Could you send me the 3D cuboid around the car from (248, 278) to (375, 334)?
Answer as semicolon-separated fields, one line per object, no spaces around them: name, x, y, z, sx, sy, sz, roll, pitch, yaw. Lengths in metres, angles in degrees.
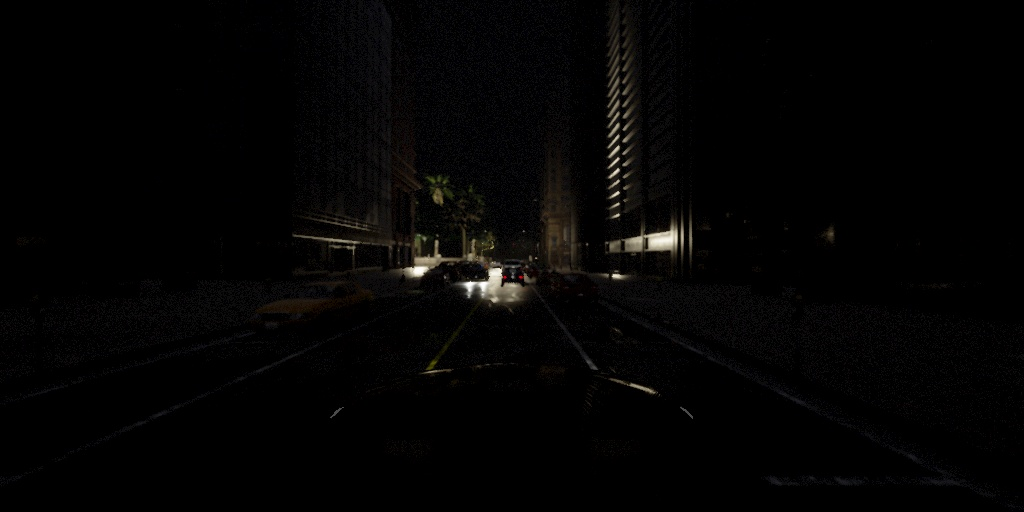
car;-5.767;1.372;10.998;1.751;1.417;4.829;0;0;0

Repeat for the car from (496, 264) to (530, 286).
car;0.052;1.570;28.085;2.033;1.411;5.357;0;-1;0

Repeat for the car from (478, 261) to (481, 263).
car;-5.783;1.796;49.147;1.888;1.381;4.507;0;0;0

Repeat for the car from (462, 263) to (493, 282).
car;-3.113;1.641;33.175;1.994;1.385;4.181;0;-1;0

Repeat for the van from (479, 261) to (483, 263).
van;-5.787;1.711;59.999;1.690;1.789;3.998;0;0;0

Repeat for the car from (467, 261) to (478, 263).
car;-5.781;1.505;43.722;2.192;1.841;5.009;0;0;0

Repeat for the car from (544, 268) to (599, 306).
car;2.756;1.447;16.590;1.888;1.381;4.507;0;0;0

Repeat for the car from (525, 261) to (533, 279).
car;2.747;1.571;38.289;1.967;1.591;4.097;0;0;0

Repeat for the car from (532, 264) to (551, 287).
car;2.752;1.541;27.610;1.751;1.417;4.829;0;0;0

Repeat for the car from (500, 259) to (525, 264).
car;0.047;1.375;40.018;2.150;2.045;5.566;0;0;0

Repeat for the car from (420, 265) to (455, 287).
car;-5.774;1.598;27.445;1.802;1.307;4.207;0;0;0

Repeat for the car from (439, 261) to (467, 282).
car;-5.776;1.388;32.871;2.192;1.841;5.009;0;0;0
